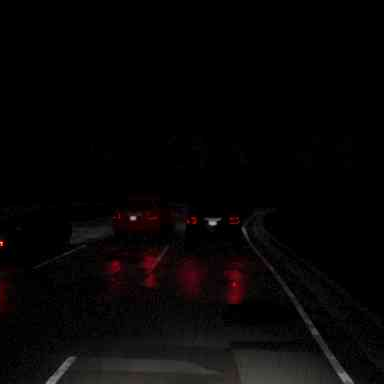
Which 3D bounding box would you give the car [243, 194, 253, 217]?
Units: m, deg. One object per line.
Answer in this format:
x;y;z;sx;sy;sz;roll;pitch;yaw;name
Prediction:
4.581;1.229;32.255;2.150;2.045;5.566;0;0;18;car

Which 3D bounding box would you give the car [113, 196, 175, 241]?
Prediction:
-2.266;1.223;17.047;2.150;2.045;5.566;0;0;6;car

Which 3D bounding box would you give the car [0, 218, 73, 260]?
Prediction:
-6.197;1.601;12.325;1.895;1.301;4.718;0;0;4;car

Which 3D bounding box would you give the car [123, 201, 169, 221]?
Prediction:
-3.782;1.551;28.507;2.033;1.411;5.357;0;0;14;car

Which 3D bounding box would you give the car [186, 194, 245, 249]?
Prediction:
1.018;1.225;14.725;2.150;2.045;5.566;0;0;6;car

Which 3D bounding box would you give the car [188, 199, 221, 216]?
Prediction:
1.342;1.498;33.408;2.128;1.511;4.902;0;0;18;car
